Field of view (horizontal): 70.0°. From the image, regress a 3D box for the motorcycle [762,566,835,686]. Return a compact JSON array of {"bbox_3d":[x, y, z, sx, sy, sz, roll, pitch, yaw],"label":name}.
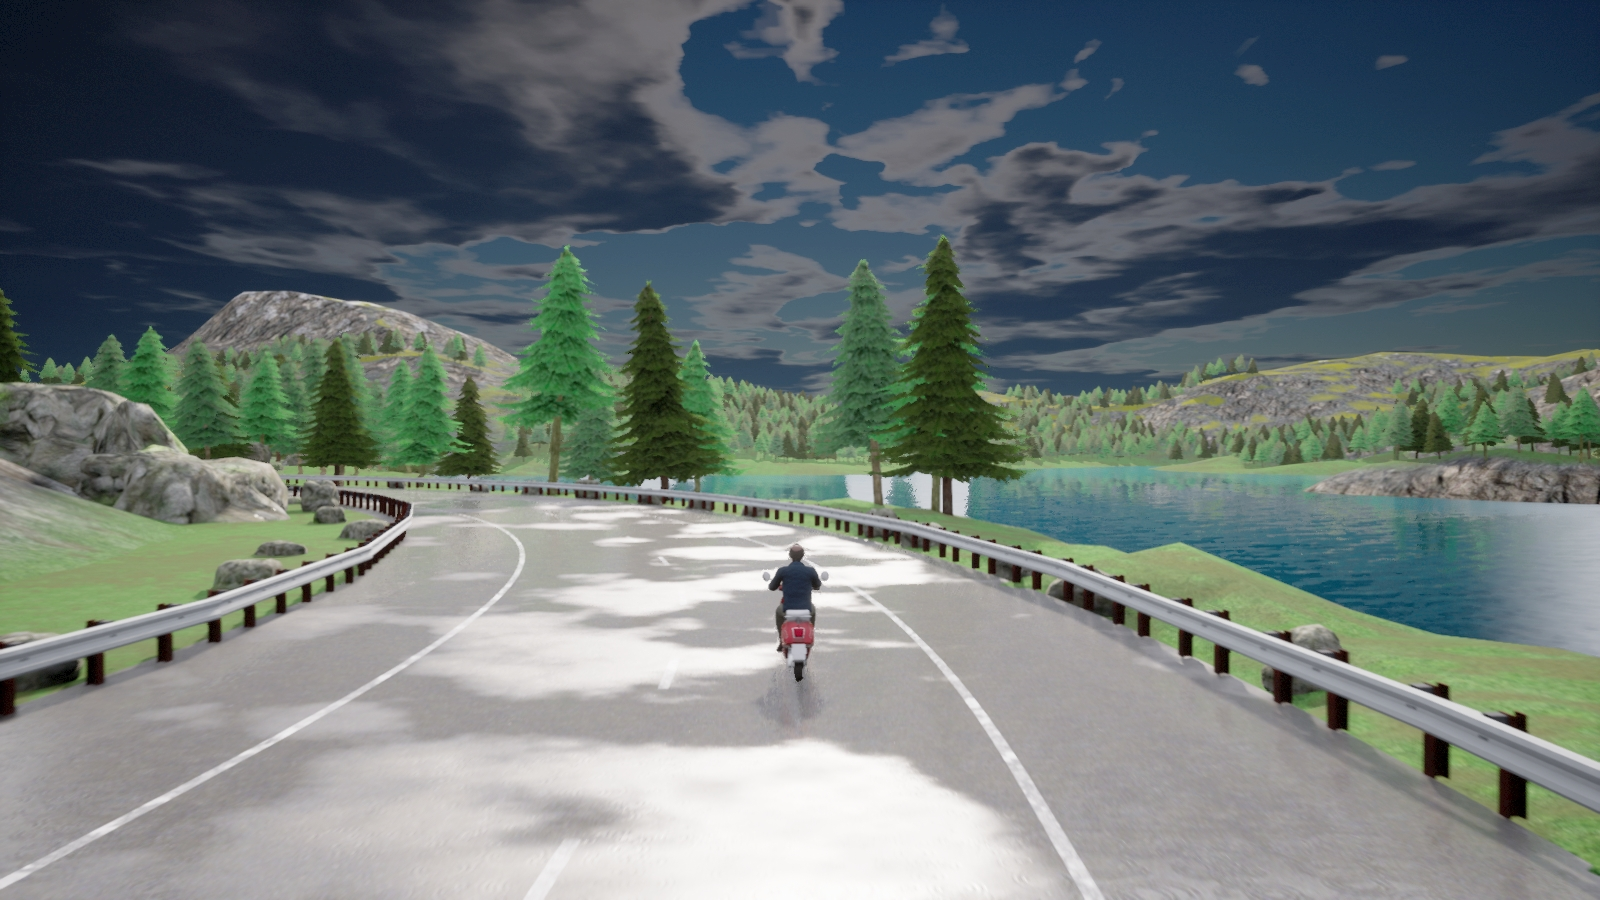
[{"bbox_3d":[-0.046,2.182,14.473,0.856,1.236,1.805,0,0,-2],"label":"motorcycle"}]
